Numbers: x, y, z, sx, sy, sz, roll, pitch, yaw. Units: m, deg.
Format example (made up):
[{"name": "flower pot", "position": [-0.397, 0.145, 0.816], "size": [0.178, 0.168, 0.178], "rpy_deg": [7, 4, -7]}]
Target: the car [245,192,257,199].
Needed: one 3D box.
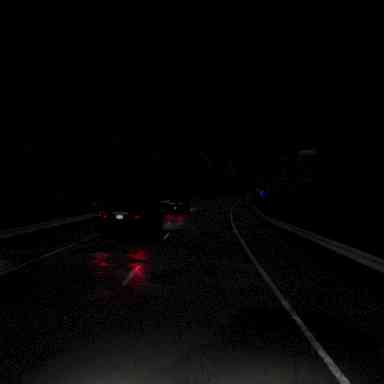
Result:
[{"name": "car", "position": [14.652, 0.940, 84.629], "size": [1.882, 1.535, 5.008], "rpy_deg": [0, 0, 18]}]

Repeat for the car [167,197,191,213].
[{"name": "car", "position": [-1.252, 1.271, 33.401], "size": [2.128, 1.511, 4.902], "rpy_deg": [0, 0, 7]}]

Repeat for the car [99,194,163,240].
[{"name": "car", "position": [-2.824, 1.110, 16.425], "size": [2.150, 2.045, 5.566], "rpy_deg": [0, 0, 3]}]
